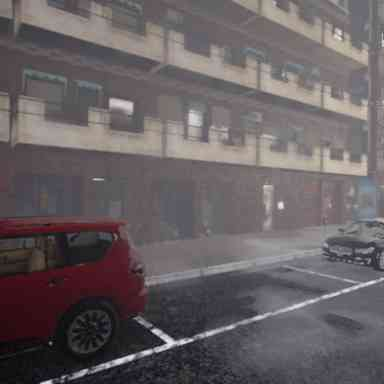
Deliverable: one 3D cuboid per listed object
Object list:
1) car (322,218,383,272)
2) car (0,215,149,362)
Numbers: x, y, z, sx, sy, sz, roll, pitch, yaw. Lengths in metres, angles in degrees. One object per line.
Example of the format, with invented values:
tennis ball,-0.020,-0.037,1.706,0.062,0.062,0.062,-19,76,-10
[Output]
car,6.043,1.566,10.850,4.403,1.369,2.008,0,1,-35
car,-2.986,1.316,4.406,5.009,1.841,2.192,0,1,-35
